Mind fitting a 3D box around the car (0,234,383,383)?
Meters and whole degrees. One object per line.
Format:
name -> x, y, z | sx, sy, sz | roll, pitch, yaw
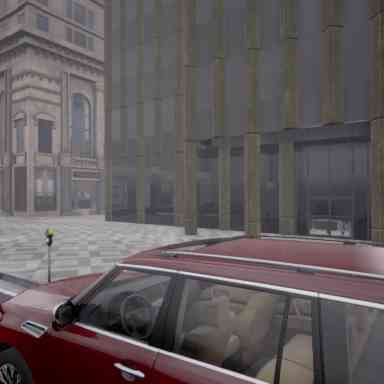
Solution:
car -> 0.246, 1.315, 2.798 | 5.009, 1.841, 2.192 | 0, 0, 36
